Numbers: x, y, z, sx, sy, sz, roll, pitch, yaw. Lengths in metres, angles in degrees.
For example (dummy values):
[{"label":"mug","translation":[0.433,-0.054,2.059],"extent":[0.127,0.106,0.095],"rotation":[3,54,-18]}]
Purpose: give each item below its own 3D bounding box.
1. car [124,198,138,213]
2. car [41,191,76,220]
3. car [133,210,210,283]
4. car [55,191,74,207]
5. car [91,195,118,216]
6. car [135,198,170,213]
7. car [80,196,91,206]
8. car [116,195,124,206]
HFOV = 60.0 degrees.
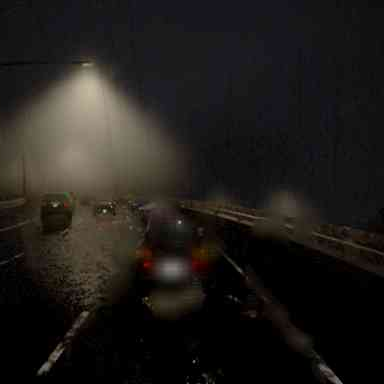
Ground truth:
[{"label":"car","translation":[-5.414,1.288,33.688],"extent":[1.812,1.442,4.674],"rotation":[0,1,-18]},{"label":"car","translation":[-10.624,1.042,26.652],"extent":[2.150,2.045,5.566],"rotation":[0,1,-16]},{"label":"car","translation":[-0.599,1.458,9.392],"extent":[1.812,1.442,4.674],"rotation":[0,0,-4]},{"label":"car","translation":[-17.387,0.907,45.179],"extent":[2.150,2.045,5.566],"rotation":[0,0,-25]},{"label":"car","translation":[-7.936,1.298,30.027],"extent":[1.837,1.490,4.892],"rotation":[0,1,-16]},{"label":"car","translation":[-2.526,1.386,22.758],"extent":[2.033,1.411,5.357],"rotation":[0,0,-13]},{"label":"car","translation":[-14.854,1.232,47.866],"extent":[1.994,1.385,4.181],"rotation":[0,0,-26]},{"label":"car","translation":[-10.774,1.173,47.453],"extent":[1.837,1.490,4.892],"rotation":[0,0,-25]}]
